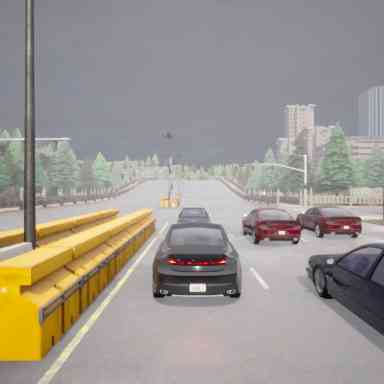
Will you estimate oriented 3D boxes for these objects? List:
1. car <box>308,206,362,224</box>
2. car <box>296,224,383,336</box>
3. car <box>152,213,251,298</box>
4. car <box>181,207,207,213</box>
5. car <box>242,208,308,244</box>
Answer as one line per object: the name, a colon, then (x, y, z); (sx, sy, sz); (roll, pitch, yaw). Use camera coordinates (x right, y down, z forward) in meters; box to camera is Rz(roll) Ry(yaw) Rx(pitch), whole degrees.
car: (7.091, 1.478, 17.758); (1.882, 1.535, 5.008); (0, 0, 0)
car: (3.593, 1.547, 5.377); (2.033, 1.411, 5.357); (0, 0, 0)
car: (0.099, 1.505, 8.501); (1.837, 1.490, 4.892); (0, 0, 0)
car: (0.091, 1.547, 18.232); (2.033, 1.411, 5.357); (0, 0, 0)
car: (3.593, 1.478, 15.770); (1.882, 1.535, 5.008); (0, 0, 0)
